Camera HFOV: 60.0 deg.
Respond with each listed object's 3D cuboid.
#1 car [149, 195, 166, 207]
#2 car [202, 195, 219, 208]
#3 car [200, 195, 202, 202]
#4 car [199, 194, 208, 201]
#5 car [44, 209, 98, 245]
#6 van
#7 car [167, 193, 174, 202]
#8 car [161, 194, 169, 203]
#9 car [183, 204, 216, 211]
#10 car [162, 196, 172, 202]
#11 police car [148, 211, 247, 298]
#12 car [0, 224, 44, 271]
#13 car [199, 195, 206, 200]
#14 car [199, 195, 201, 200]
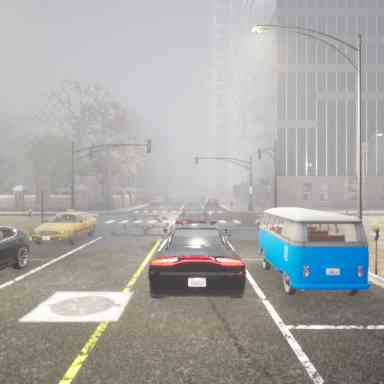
[{"bbox_3d":[-5.629,1.517,52.222,1.887,1.381,4.507,0,0,0],"label":"car"},{"bbox_3d":[2.746,1.416,46.534,1.967,1.590,4.097,0,0,0],"label":"car"},{"bbox_3d":[2.752,1.538,52.214,1.947,1.339,4.313,0,0,0],"label":"car"},{"bbox_3d":[2.786,1.388,80.620,1.967,1.590,4.097,0,0,0],"label":"car"},{"bbox_3d":[-5.801,1.518,15.651,1.752,1.417,4.829,0,0,0],"label":"car"},{"bbox_3d":[2.783,1.337,8.408,1.690,1.788,3.998,0,0,0],"label":"van"},{"bbox_3d":[-5.608,1.276,69.271,2.192,1.841,5.009,0,0,0],"label":"car"},{"bbox_3d":[-5.623,1.520,57.904,2.008,1.369,4.403,0,0,0],"label":"car"},{"bbox_3d":[0.119,1.555,17.556,1.994,1.385,4.181,0,0,0],"label":"car"},{"bbox_3d":[-5.603,1.537,74.953,1.802,1.307,4.206,0,0,0],"label":"car"},{"bbox_3d":[0.106,1.501,8.593,2.038,1.542,4.974,0,0,0],"label":"police car"},{"bbox_3d":[-5.761,1.562,8.417,1.947,1.339,4.313,0,0,0],"label":"car"},{"bbox_3d":[2.799,1.452,92.156,1.752,1.417,4.829,0,0,0],"label":"car"},{"bbox_3d":[2.778,1.521,74.939,1.947,1.339,4.313,0,0,0],"label":"car"}]
